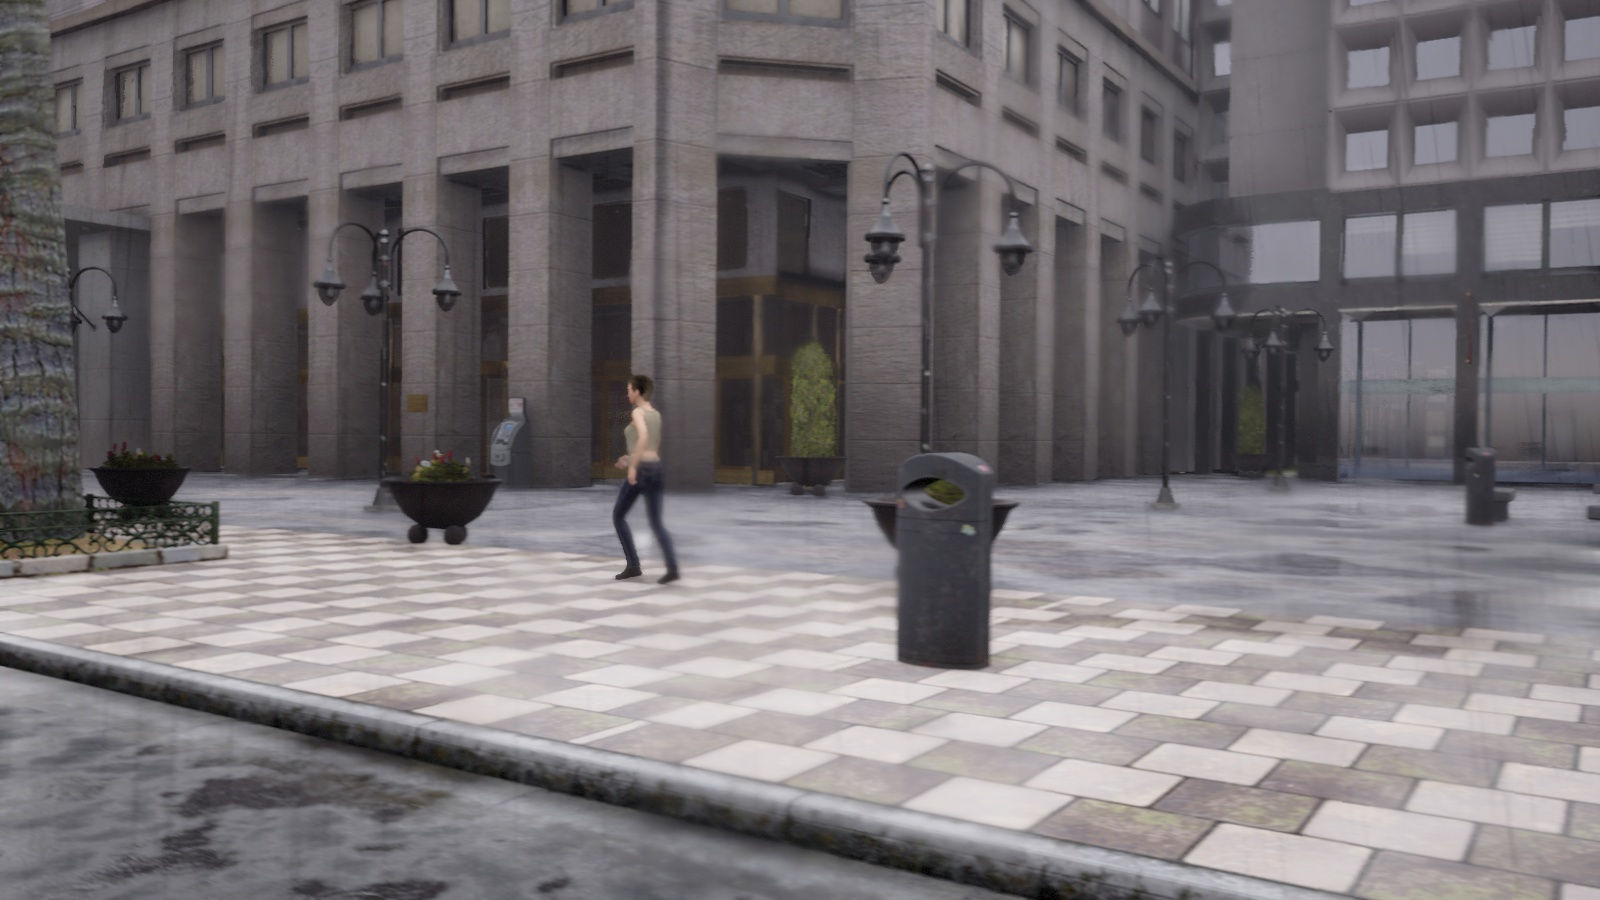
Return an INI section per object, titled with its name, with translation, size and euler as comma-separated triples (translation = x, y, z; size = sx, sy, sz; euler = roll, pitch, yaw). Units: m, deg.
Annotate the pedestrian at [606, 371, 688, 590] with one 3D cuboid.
[pedestrian]
translation = -1.322, 0.250, 10.827
size = 0.594, 1.836, 0.345
euler = 0, 1, 31
